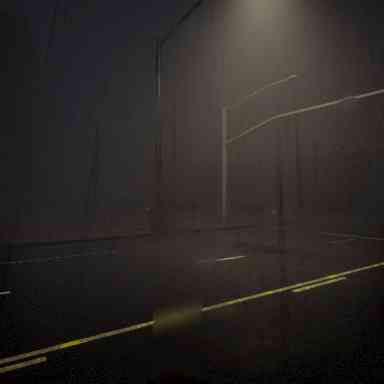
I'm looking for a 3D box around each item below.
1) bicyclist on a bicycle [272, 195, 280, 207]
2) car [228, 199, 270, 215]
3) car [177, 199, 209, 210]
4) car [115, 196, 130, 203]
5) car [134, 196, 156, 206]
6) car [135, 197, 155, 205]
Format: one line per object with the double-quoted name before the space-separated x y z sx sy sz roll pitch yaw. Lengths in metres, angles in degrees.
"bicyclist on a bicycle" 11.500 1.303 45.517 1.656 1.620 0.582 0 0 -36
"car" 5.856 1.491 34.519 2.128 1.511 4.902 0 0 -36
"car" 0.073 1.601 42.620 1.895 1.301 4.718 0 0 -36
"car" -14.417 1.468 69.097 1.812 1.442 4.674 0 0 -36
"car" -7.562 1.478 53.336 1.882 1.535 5.008 0 0 -35
"car" -8.606 1.564 61.046 1.994 1.385 4.181 0 0 -35
